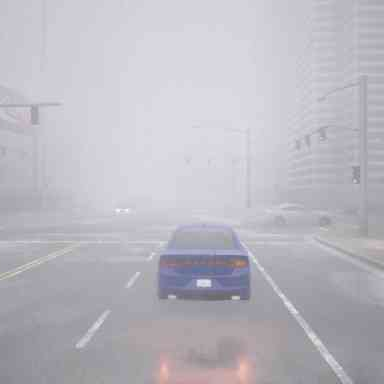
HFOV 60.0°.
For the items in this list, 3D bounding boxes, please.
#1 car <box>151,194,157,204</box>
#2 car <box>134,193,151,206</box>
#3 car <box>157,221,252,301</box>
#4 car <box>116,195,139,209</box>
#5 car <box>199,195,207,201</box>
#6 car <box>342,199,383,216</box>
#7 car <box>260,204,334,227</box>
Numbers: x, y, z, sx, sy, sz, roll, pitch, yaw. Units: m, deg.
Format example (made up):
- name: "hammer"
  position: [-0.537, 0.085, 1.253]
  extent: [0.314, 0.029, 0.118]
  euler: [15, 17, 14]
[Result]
- name: "car"
  position: [-8.421, 1.547, 66.200]
  extent: [2.033, 1.411, 5.357]
  euler: [0, 0, 3]
- name: "car"
  position: [-8.831, 1.221, 55.520]
  extent: [2.150, 2.045, 5.566]
  euler: [0, 0, 2]
- name: "car"
  position: [0.308, 1.478, 8.424]
  extent: [1.882, 1.535, 5.008]
  euler: [0, 0, 2]
- name: "car"
  position: [-9.143, 1.564, 46.176]
  extent: [1.994, 1.385, 4.181]
  euler: [0, 0, 2]
- name: "car"
  position: [2.762, 1.524, 86.201]
  extent: [1.812, 1.442, 4.674]
  euler: [0, 0, 2]
- name: "car"
  position: [17.226, 1.505, 32.333]
  extent: [4.892, 1.490, 1.837]
  euler: [0, 0, 2]
- name: "car"
  position: [6.873, 1.525, 21.925]
  extent: [4.674, 1.442, 1.812]
  euler: [0, 0, 1]
